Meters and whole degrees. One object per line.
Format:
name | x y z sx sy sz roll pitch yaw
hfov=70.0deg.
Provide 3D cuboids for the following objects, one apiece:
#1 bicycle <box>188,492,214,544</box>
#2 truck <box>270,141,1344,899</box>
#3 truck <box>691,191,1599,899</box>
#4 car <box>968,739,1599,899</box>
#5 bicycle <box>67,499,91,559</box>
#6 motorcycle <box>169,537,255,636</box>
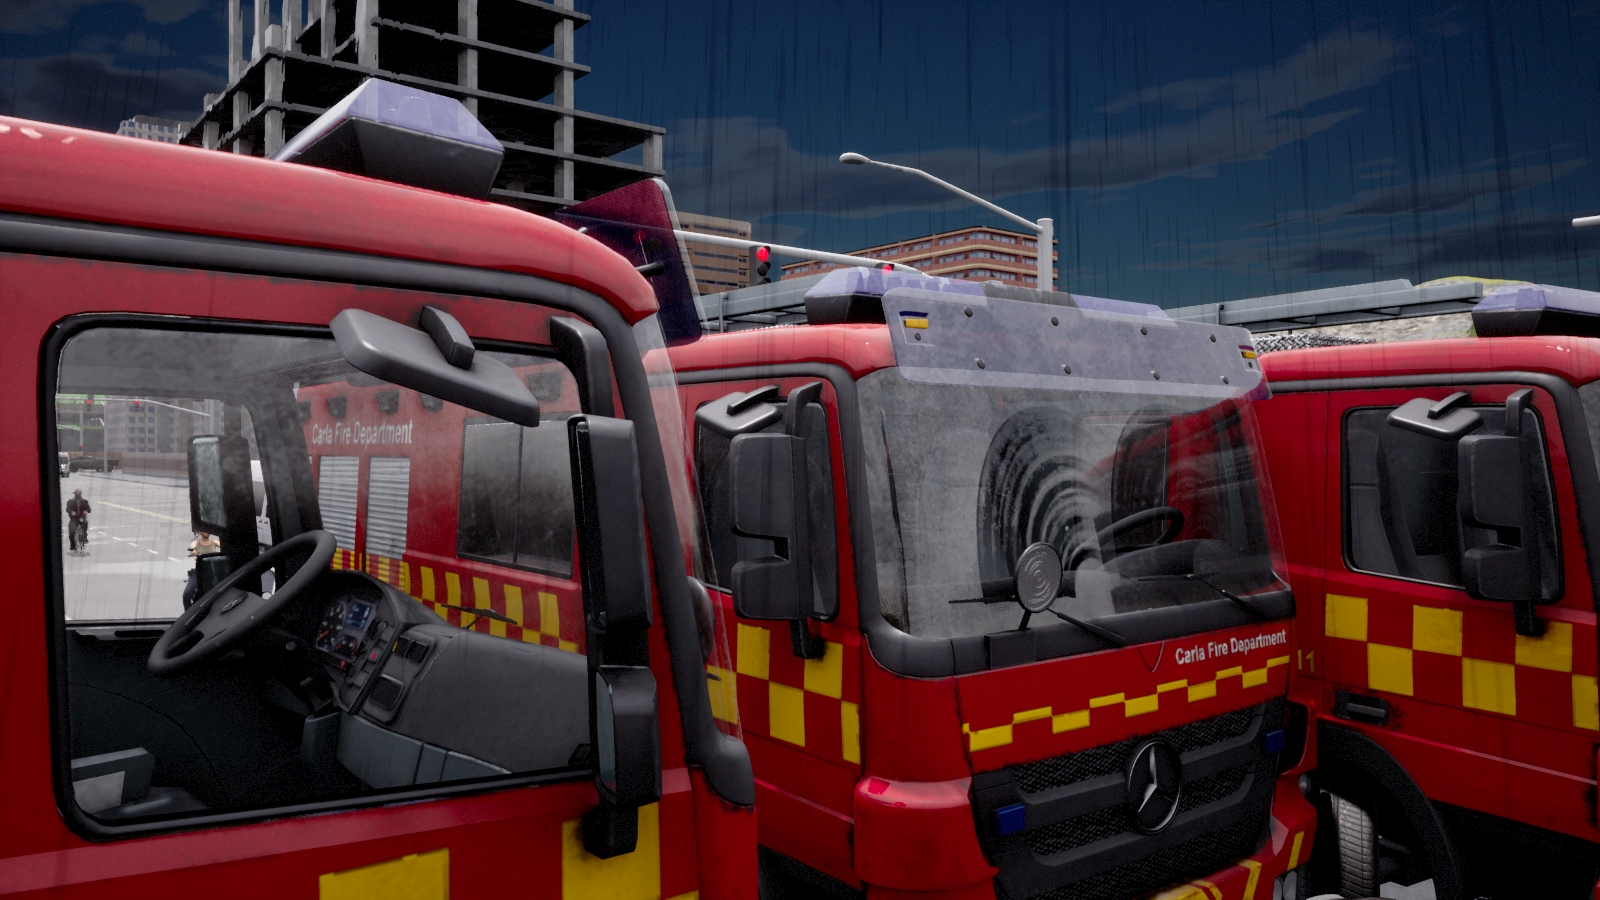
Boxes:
bicycle | -18.235 2.056 34.760 0.373 1.496 1.643 0 0 -39
truck | -1.099 0.890 8.003 2.891 3.827 8.468 0 0 -38
truck | 2.348 0.890 8.605 2.891 3.827 8.468 0 0 -31
car | 2.437 2.065 3.109 1.970 1.475 3.806 0 0 -30
bicycle | -19.064 2.060 30.217 0.329 1.471 1.835 0 0 -39
motorcycle | -9.533 2.155 18.464 0.764 1.307 2.356 0 0 -39
